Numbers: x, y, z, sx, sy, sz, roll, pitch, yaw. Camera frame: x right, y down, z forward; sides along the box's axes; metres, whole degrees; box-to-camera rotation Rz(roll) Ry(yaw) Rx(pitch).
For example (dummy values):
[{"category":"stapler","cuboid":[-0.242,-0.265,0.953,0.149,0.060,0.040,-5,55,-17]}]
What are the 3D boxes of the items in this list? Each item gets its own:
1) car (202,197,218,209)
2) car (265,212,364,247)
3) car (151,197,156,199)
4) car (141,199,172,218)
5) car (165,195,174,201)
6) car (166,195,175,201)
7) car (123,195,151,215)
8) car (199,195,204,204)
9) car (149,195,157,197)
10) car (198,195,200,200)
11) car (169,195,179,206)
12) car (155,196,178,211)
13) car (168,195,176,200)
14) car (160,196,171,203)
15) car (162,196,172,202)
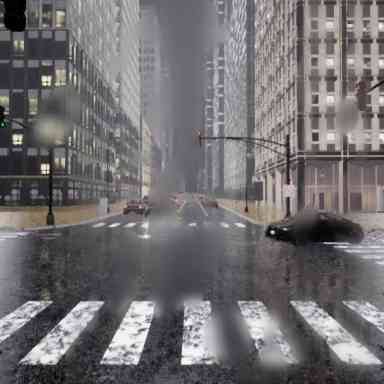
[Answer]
[{"category":"car","cuboid":[2.662,1.596,45.036,1.802,1.307,4.206,1,0,0]},{"category":"car","cuboid":[5.410,1.581,14.792,4.181,1.385,1.994,1,-1,-14]},{"category":"car","cuboid":[-5.713,1.594,39.392,1.802,1.307,4.206,1,0,0]},{"category":"car","cuboid":[-3.126,1.610,30.313,1.895,1.301,4.718,0,0,0]},{"category":"car","cuboid":[-5.752,1.573,83.993,1.887,1.381,4.507,1,0,0]},{"category":"car","cuboid":[-5.757,1.581,89.568,2.008,1.369,4.403,1,0,0]},{"category":"car","cuboid":[-5.705,1.451,33.817,1.967,1.590,4.097,1,0,0]},{"category":"car","cuboid":[2.654,1.544,56.362,1.752,1.417,4.829,1,0,0]},{"category":"car","cuboid":[-5.712,1.329,44.967,2.192,1.841,5.009,1,0,0]},{"category":"car","cuboid":[2.648,1.586,61.769,1.947,1.339,4.313,1,0,0]},{"category":"car","cuboid":[-3.130,1.369,53.003,2.097,1.767,4.553,0,0,0]},{"category":"car","cuboid":[-3.131,1.559,39.878,2.033,1.411,5.357,0,0,0]},{"category":"car","cuboid":[-5.763,1.599,95.144,1.947,1.339,4.313,1,0,0]},{"category":"car","cuboid":[-5.742,1.569,72.843,1.887,1.381,4.507,1,0,0]},{"category":"car","cuboid":[-5.747,1.577,78.418,2.008,1.369,4.403,1,0,0]}]
